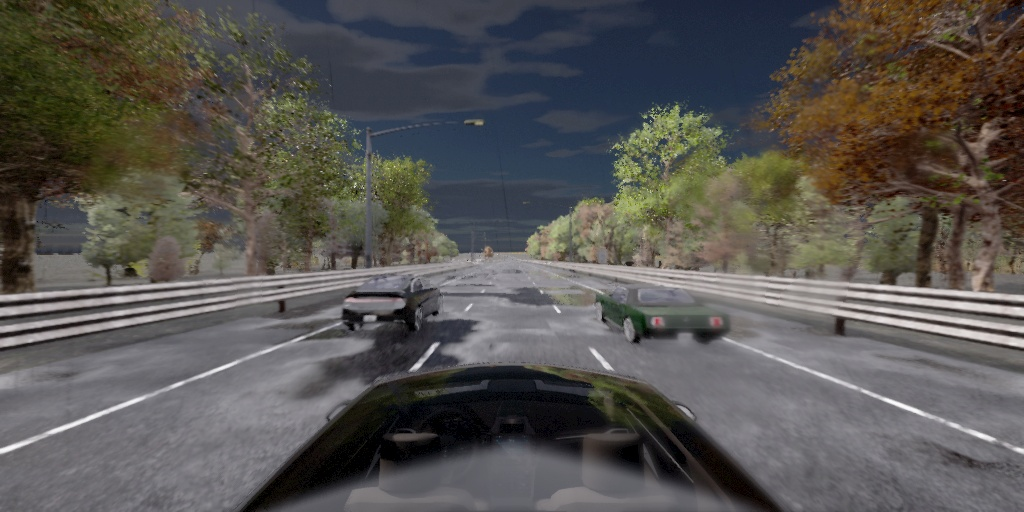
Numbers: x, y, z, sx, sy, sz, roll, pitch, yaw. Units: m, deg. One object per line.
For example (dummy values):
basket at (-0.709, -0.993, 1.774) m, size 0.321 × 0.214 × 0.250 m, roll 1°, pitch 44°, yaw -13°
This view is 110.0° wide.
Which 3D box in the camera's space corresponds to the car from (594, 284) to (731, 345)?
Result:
car at (3.599, 1.405, 9.663) m, size 1.895 × 1.301 × 4.718 m, roll 0°, pitch 0°, yaw 0°

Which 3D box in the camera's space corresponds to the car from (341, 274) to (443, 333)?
car at (-3.400, 1.305, 11.015) m, size 2.128 × 1.511 × 4.902 m, roll 0°, pitch 0°, yaw 0°
